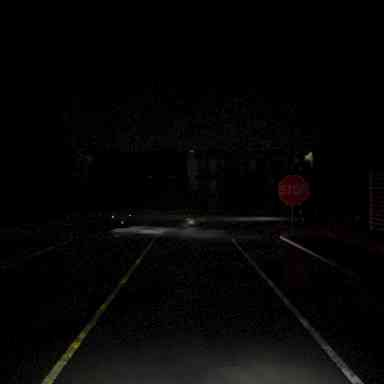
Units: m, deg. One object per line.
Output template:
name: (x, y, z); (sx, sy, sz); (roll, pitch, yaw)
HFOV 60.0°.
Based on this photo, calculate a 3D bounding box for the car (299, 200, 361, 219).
car: (11.411, 1.444, 27.666); (4.902, 1.511, 2.128); (0, 0, -4)

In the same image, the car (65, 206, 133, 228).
car: (-6.082, 1.573, 21.754); (4.718, 1.301, 1.895); (0, 0, 35)
